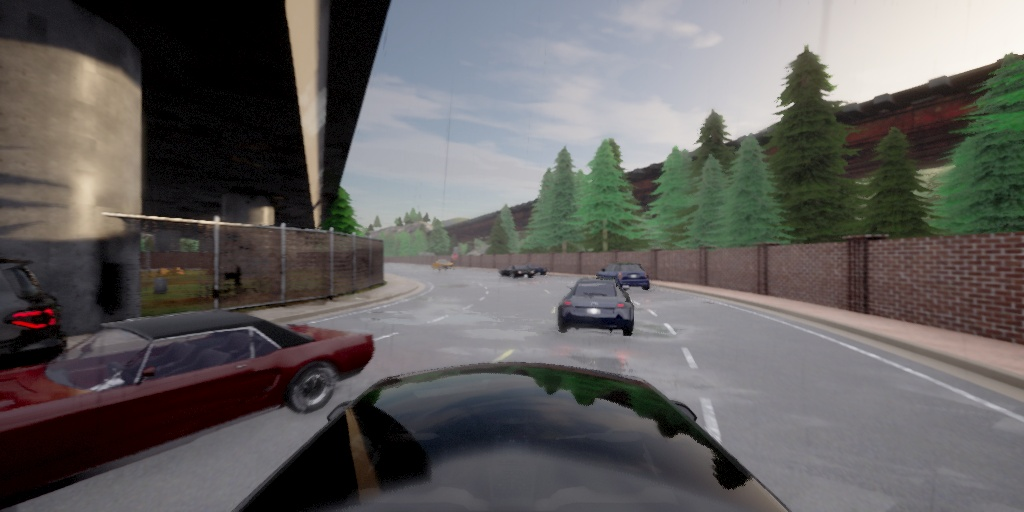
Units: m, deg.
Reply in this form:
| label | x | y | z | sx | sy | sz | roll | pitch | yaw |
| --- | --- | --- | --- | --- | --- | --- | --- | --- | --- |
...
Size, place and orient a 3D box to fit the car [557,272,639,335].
| label | x | y | z | sx | sy | sz | roll | pitch | yaw |
| --- | --- | --- | --- | --- | --- | --- | --- | --- | --- |
| car | 2.563 | 1.349 | 10.849 | 1.994 | 1.385 | 4.181 | 0 | 0 | 15 |

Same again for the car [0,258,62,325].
| label | x | y | z | sx | sy | sz | roll | pitch | yaw |
| --- | --- | --- | --- | --- | --- | --- | --- | --- | --- |
| car | -8.427 | 1.009 | 3.236 | 2.150 | 2.045 | 5.566 | 0 | 0 | 34 |

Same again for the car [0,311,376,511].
| label | x | y | z | sx | sy | sz | roll | pitch | yaw |
| --- | --- | --- | --- | --- | --- | --- | --- | --- | --- |
| car | -3.981 | 1.376 | 3.877 | 1.895 | 1.301 | 4.718 | 0 | 0 | 29 |

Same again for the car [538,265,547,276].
| label | x | y | z | sx | sy | sz | roll | pitch | yaw |
| --- | --- | --- | --- | --- | --- | --- | --- | --- | --- |
| car | 1.892 | 1.527 | 39.105 | 1.895 | 1.301 | 4.718 | 0 | 0 | -25 |

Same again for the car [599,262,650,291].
| label | x | y | z | sx | sy | sz | roll | pitch | yaw |
| --- | --- | --- | --- | --- | --- | --- | --- | --- | --- |
| car | 6.859 | 1.181 | 22.718 | 2.097 | 1.767 | 4.553 | 0 | 0 | -4 |

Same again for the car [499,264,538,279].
| label | x | y | z | sx | sy | sz | roll | pitch | yaw |
| --- | --- | --- | --- | --- | --- | --- | --- | --- | --- |
| car | 0.355 | 1.509 | 34.283 | 1.895 | 1.301 | 4.718 | 0 | 0 | -23 |

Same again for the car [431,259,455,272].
| label | x | y | z | sx | sy | sz | roll | pitch | yaw |
| --- | --- | --- | --- | --- | --- | --- | --- | --- | --- |
| car | -8.596 | 1.122 | 44.496 | 1.882 | 1.535 | 5.008 | 0 | 0 | -27 |
